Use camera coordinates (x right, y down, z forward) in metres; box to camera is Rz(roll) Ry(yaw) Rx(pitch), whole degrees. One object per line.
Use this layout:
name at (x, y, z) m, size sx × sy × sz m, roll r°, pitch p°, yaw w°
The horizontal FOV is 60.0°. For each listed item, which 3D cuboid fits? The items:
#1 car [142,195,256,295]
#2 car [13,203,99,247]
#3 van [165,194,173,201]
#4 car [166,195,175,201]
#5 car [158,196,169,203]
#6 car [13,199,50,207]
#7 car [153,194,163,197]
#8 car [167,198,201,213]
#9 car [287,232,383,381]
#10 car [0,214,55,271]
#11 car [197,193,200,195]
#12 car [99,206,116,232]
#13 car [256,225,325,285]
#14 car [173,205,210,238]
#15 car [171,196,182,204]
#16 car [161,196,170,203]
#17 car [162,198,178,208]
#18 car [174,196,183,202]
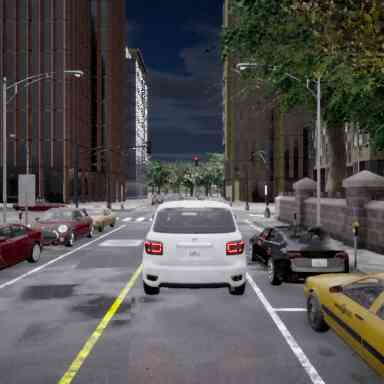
car at (0.058, 1.222, 8.851) m, size 2.150 × 2.045 × 5.566 m, roll 0°, pitch 0°, yaw 0°
car at (-5.778, 1.441, 14.709) m, size 1.967 × 1.590 × 4.097 m, roll 0°, pitch 0°, yaw 0°
van at (-5.842, 1.372, 84.761) m, size 1.690 × 1.788 × 3.998 m, roll 0°, pitch 0°, yaw 0°
car at (-5.847, 1.586, 90.199) m, size 2.008 × 1.369 × 4.403 m, roll 0°, pitch 0°, yaw 0°
car at (-5.827, 1.602, 68.448) m, size 1.802 × 1.307 × 4.206 m, roll 0°, pitch 0°, yaw 0°
car at (-14.199, 1.354, 31.623) m, size 4.718 × 1.301 × 1.895 m, roll 1°, pitch 0°, yaw 0°
car at (-5.817, 1.329, 57.573) m, size 2.192 × 1.841 × 5.009 m, roll 0°, pitch 0°, yaw 0°
car at (-0.859, 1.519, 38.707) m, size 1.837 × 1.490 × 4.892 m, roll 4°, pitch 1°, yaw 26°
car at (2.757, 1.525, 3.975) m, size 1.752 × 1.417 × 4.829 m, roll 0°, pitch 0°, yaw 0°
car at (-5.773, 1.545, 9.252) m, size 1.887 × 1.381 × 4.507 m, roll 0°, pitch 0°, yaw 0°
car at (2.689, 1.572, 79.331) m, size 1.887 × 1.381 × 4.507 m, roll 0°, pitch 0°, yaw 0°
car at (-5.783, 1.527, 19.995) m, size 1.752 × 1.417 × 4.829 m, roll 0°, pitch 0°, yaw 0°
car at (2.752, 1.566, 9.261) m, size 1.947 × 1.339 × 4.313 m, roll 0°, pitch 0°, yaw 0°
car at (0.006, 1.527, 18.496) m, size 1.812 × 1.442 × 4.674 m, roll 0°, pitch 0°, yaw 0°
car at (-3.084, 1.583, 67.007) m, size 1.994 × 1.385 × 4.181 m, roll 0°, pitch 0°, yaw 1°
car at (-5.832, 1.549, 73.716) m, size 1.752 × 1.417 × 4.829 m, roll 0°, pitch 0°, yaw 0°
car at (-3.140, 1.574, 48.138) m, size 1.994 × 1.385 × 4.181 m, roll 0°, pitch 0°, yaw 0°
car at (-3.072, 1.559, 77.346) m, size 2.033 × 1.411 × 5.357 m, roll 0°, pitch 0°, yaw 0°
